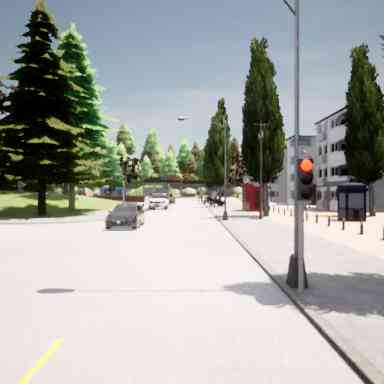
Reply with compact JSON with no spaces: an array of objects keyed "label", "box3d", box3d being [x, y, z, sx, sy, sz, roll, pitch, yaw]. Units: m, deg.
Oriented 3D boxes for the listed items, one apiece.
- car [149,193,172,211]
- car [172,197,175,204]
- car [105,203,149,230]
[{"label":"car","box3d":[-4.097,1.205,41.684,2.150,2.045,5.566,0,0,0]},{"label":"car","box3d":[-4.039,1.521,61.062,2.033,1.411,5.357,0,0,1]},{"label":"car","box3d":[-4.101,1.498,20.985,1.837,1.490,4.892,0,-1,0]}]
